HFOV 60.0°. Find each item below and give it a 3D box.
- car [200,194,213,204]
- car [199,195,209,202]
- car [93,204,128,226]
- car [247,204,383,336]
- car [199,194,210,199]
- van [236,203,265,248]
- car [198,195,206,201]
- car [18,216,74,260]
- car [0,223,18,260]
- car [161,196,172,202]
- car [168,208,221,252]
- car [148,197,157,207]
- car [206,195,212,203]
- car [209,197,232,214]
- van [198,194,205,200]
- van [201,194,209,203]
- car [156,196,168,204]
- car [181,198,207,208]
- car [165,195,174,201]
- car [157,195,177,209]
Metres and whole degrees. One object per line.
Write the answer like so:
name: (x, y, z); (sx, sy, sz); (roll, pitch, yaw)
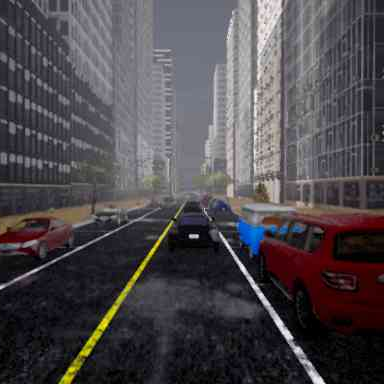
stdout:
car: (2.674, 1.355, 63.466); (2.192, 1.841, 5.009); (-1, 0, 0)
car: (2.675, 1.486, 74.833); (1.967, 1.590, 4.097); (-1, 0, 0)
car: (-5.700, 1.567, 23.679); (2.008, 1.369, 4.403); (-1, 0, 0)
car: (2.680, 1.320, 6.629); (2.192, 1.841, 5.009); (-1, 0, 0)
car: (2.675, 1.352, 57.782); (2.192, 1.841, 5.009); (-1, 0, 0)
van: (2.680, 1.350, 12.313); (1.690, 1.788, 3.998); (-1, 0, 0)
car: (2.673, 1.491, 86.200); (1.967, 1.590, 4.097); (-1, 0, 0)
car: (-5.699, 1.591, 12.312); (1.802, 1.307, 4.206); (-1, 0, 0)
car: (-5.699, 1.556, 6.628); (2.008, 1.369, 4.403); (-1, 0, 0)
car: (-5.705, 1.612, 74.832); (1.947, 1.339, 4.313); (-1, 0, 0)
car: (0.082, 1.574, 14.034); (1.994, 1.385, 4.181); (0, 0, 0)
car: (-5.704, 1.474, 52.097); (1.967, 1.590, 4.097); (-1, 0, 0)
car: (3.142, 1.531, 42.513); (1.837, 1.490, 4.892); (0, 0, 0)
car: (3.145, 1.549, 35.512); (1.812, 1.442, 4.674); (0, 0, 0)
van: (2.671, 1.394, 91.883); (1.690, 1.788, 3.998); (-1, 0, 0)
van: (2.674, 1.384, 69.149); (1.690, 1.788, 3.998); (-1, 0, 0)
car: (-5.704, 1.565, 63.295); (1.752, 1.417, 4.829); (-1, 0, 0)
car: (0.082, 1.525, 29.706); (1.837, 1.490, 4.892); (0, 0, 0)
car: (-5.706, 1.602, 86.199); (2.008, 1.369, 4.403); (-1, 0, 0)
car: (-3.091, 1.380, 45.049); (2.097, 1.767, 4.553); (0, 0, 0)
